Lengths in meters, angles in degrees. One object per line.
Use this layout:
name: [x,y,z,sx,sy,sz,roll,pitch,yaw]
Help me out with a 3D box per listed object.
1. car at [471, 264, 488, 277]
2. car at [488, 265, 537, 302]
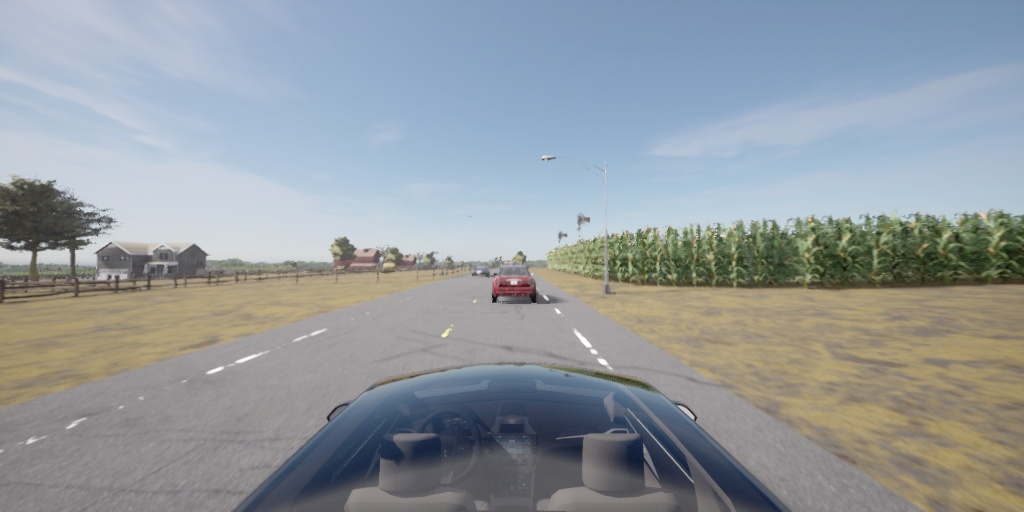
car: [-3.581,1.662,41.657,2.128,1.511,4.902,0,-1,0]
car: [0.093,1.252,18.313,2.097,1.767,4.553,0,-1,0]
